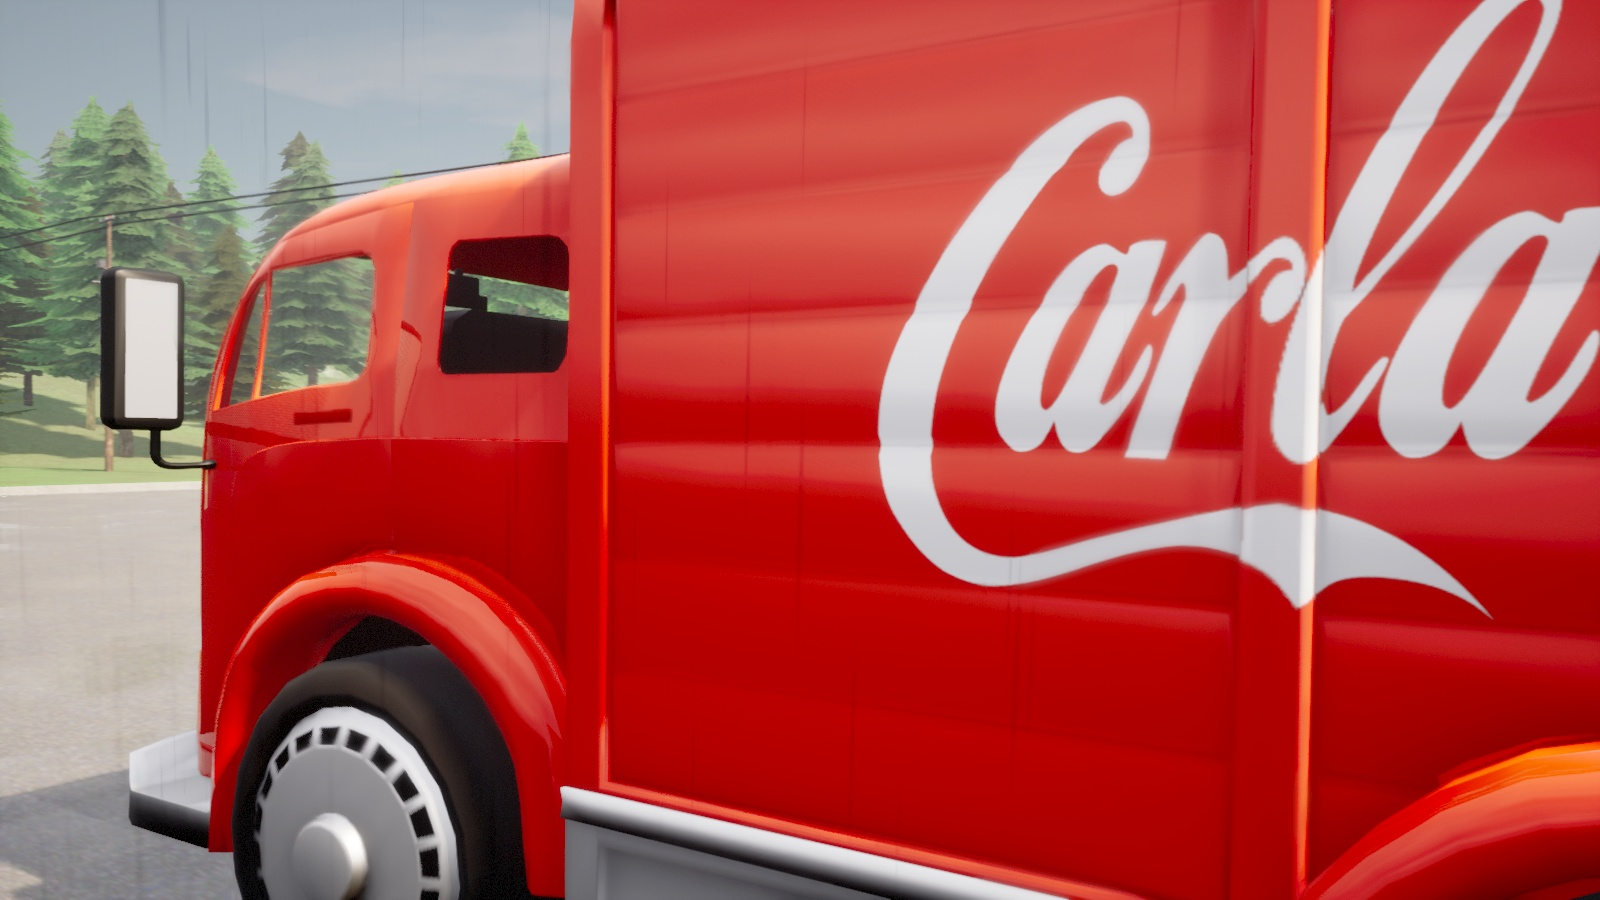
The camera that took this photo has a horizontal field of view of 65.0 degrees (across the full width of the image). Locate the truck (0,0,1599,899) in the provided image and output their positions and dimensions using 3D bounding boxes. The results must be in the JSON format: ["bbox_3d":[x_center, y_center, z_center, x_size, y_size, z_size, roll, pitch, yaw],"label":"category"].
[{"bbox_3d":[0.728,0.193,3.085,5.204,2.467,2.627,0,1,32],"label":"truck"}]
